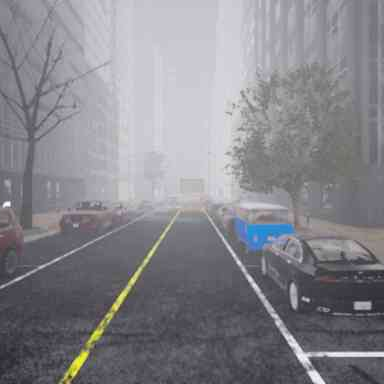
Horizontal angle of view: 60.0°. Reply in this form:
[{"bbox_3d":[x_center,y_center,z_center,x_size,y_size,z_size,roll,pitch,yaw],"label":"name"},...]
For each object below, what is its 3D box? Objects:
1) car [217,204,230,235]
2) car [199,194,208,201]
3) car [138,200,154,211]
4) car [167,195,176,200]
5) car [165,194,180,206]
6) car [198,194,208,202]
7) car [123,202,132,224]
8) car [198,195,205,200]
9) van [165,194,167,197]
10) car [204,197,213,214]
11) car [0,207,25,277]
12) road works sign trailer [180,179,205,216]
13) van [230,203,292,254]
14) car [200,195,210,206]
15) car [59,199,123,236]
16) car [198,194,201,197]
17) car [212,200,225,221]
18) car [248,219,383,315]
[{"bbox_3d":[2.689,1.578,18.811,1.947,1.339,4.313,0,0,0],"label":"car"},{"bbox_3d":[2.697,1.571,58.696,1.887,1.381,4.507,0,0,0],"label":"car"},{"bbox_3d":[-5.687,1.605,41.610,1.802,1.307,4.206,0,0,0],"label":"car"},{"bbox_3d":[-5.677,1.570,92.890,2.008,1.369,4.403,0,0,0],"label":"car"},{"bbox_3d":[-3.052,1.531,57.122,1.837,1.490,4.892,0,0,0],"label":"car"},{"bbox_3d":[2.699,1.338,81.490,2.192,1.841,5.009,0,0,0],"label":"car"},{"bbox_3d":[-5.691,1.456,24.516,1.967,1.590,4.097,0,0,0],"label":"car"},{"bbox_3d":[2.703,1.564,92.886,1.887,1.381,4.507,0,0,0],"label":"car"},{"bbox_3d":[-5.681,1.365,81.496,1.690,1.788,3.998,0,0,0],"label":"van"},{"bbox_3d":[2.692,1.571,35.904,2.008,1.369,4.403,0,0,0],"label":"car"},{"bbox_3d":[-5.695,1.321,7.422,2.192,1.841,5.009,0,0,0],"label":"car"},{"bbox_3d":[0.005,0.483,33.192,2.380,3.560,2.880,0,0,0],"label":"road works sign trailer"},{"bbox_3d":[2.687,1.350,13.112,1.690,1.788,3.998,0,0,0],"label":"van"},{"bbox_3d":[2.695,1.592,52.998,1.947,1.339,4.313,0,0,0],"label":"car"},{"bbox_3d":[-5.693,1.328,18.818,2.192,1.841,5.009,0,0,0],"label":"car"},{"bbox_3d":[2.698,1.341,70.093,2.192,1.841,5.009,0,0,0],"label":"car"},{"bbox_3d":[2.690,1.541,24.679,1.752,1.417,4.829,0,0,0],"label":"car"},{"bbox_3d":[2.687,1.556,7.415,2.008,1.369,4.403,0,0,0],"label":"car"}]
